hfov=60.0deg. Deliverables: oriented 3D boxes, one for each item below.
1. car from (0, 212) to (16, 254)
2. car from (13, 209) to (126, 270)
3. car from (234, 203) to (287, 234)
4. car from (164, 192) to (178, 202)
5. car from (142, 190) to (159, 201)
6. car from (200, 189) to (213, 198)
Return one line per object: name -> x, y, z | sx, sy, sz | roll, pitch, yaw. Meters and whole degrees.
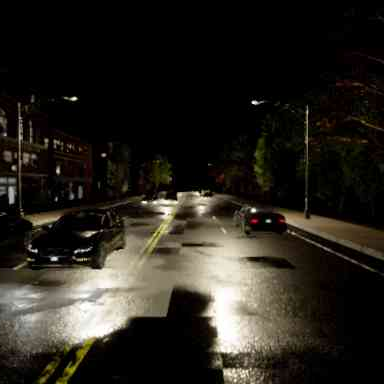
car -> -6.591, 1.368, 10.319 | 1.812, 1.442, 4.674 | 0, 1, 0
car -> -3.342, 1.345, 10.493 | 1.837, 1.490, 4.892 | 0, 1, 0
car -> 3.358, 1.286, 17.114 | 2.033, 1.411, 5.357 | 0, 1, 0
car -> -3.275, 0.672, 52.739 | 1.882, 1.535, 5.008 | 0, 1, 1
car -> -6.526, 0.547, 52.697 | 2.097, 1.767, 4.553 | 0, 1, 0
car -> 3.277, 0.431, 69.126 | 2.128, 1.511, 4.902 | 0, 1, 0
